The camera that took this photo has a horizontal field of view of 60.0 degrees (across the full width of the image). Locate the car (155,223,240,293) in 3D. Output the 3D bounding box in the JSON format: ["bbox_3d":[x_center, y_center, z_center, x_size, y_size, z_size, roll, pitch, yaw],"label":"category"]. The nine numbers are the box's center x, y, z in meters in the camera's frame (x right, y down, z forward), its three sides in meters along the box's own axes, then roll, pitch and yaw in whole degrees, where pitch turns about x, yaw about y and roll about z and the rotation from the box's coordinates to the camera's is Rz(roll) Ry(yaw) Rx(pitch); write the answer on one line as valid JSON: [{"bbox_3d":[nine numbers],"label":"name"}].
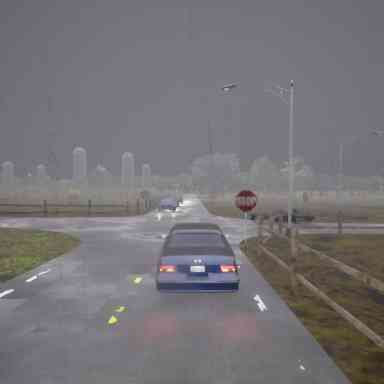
[{"bbox_3d":[0.103,1.543,8.988,2.033,1.411,5.357,0,0,0],"label":"car"}]

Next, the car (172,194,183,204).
[{"bbox_3d":[-2.846,1.442,49.278,2.128,1.511,4.902,0,0,0],"label":"car"}]

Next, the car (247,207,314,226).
[{"bbox_3d":[6.364,1.717,24.551,4.718,1.301,1.895,1,1,0],"label":"car"}]

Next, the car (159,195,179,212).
[{"bbox_3d":[-2.808,1.446,38.844,1.882,1.535,5.008,0,0,-1],"label":"car"}]
